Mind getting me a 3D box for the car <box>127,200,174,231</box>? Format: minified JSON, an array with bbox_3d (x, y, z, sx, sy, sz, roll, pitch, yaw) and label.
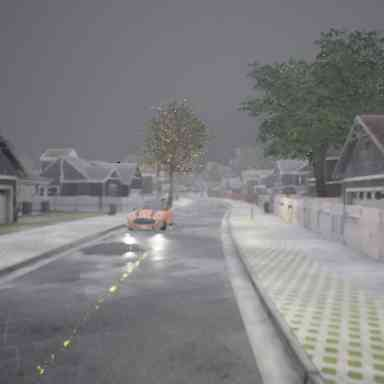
[{"bbox_3d":[-2.410,1.296,20.155,2.097,1.767,4.553,0,0,5],"label":"car"}]
